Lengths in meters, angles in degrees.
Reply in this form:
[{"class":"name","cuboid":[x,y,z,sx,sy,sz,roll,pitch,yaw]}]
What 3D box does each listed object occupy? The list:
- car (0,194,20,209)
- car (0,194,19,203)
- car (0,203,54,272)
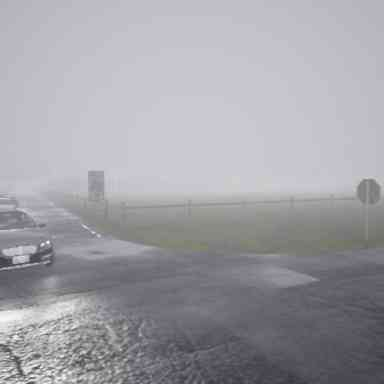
[{"class":"car","cuboid":[-19.254,0.920,35.021,1.895,1.301,4.718,-1,2,-27]},{"class":"car","cuboid":[-13.149,1.112,23.013,2.033,1.411,5.357,-1,2,-27]},{"class":"car","cuboid":[-5.580,1.305,9.802,2.128,1.511,4.902,-2,2,-38]}]
